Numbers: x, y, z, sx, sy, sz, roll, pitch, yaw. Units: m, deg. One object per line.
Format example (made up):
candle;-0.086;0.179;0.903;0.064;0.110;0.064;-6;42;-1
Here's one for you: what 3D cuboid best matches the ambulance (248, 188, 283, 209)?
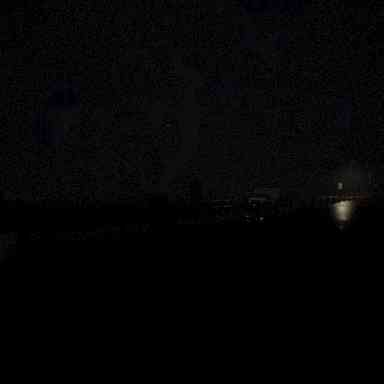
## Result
ambulance;9.147;0.795;41.410;2.351;2.431;6.366;2;2;35
